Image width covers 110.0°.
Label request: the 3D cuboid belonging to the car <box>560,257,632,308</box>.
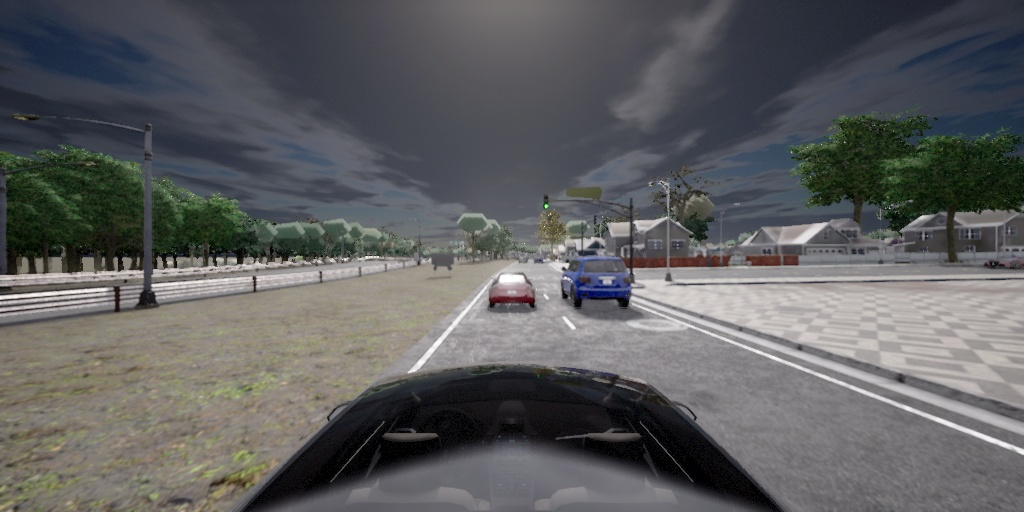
[{"bbox_3d":[3.506,1.054,15.854,2.150,2.045,5.566,0,0,0],"label":"car"}]

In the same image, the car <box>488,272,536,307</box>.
[{"bbox_3d":[0.009,1.404,16.140,1.994,1.385,4.181,0,0,0],"label":"car"}]

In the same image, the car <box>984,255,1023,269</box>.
[{"bbox_3d":[51.011,0.574,36.486,4.181,1.385,1.994,-1,0,0],"label":"car"}]
